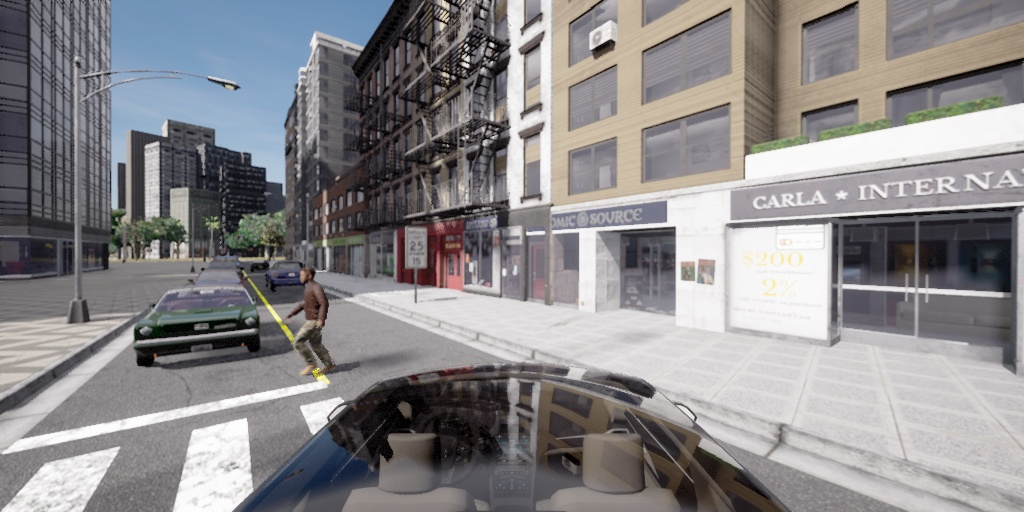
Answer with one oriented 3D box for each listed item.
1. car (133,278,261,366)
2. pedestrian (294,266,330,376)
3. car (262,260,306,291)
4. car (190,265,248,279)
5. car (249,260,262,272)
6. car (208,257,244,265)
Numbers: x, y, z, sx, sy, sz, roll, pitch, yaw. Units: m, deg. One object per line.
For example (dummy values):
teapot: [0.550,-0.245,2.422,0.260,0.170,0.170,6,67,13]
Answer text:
car: [-7.029,1.369,8.281,1.895,1.301,4.718,0,0,-38]
pedestrian: [-3.316,1.055,5.951,0.375,1.860,0.375,-1,1,-38]
car: [-14.156,1.122,22.582,2.097,1.767,4.553,0,0,-38]
car: [-12.599,1.300,15.441,1.812,1.442,4.674,0,0,-38]
car: [-31.952,1.191,45.398,1.882,1.535,5.008,0,0,-38]
car: [-18.731,1.125,23.275,2.097,1.767,4.553,0,0,-38]
